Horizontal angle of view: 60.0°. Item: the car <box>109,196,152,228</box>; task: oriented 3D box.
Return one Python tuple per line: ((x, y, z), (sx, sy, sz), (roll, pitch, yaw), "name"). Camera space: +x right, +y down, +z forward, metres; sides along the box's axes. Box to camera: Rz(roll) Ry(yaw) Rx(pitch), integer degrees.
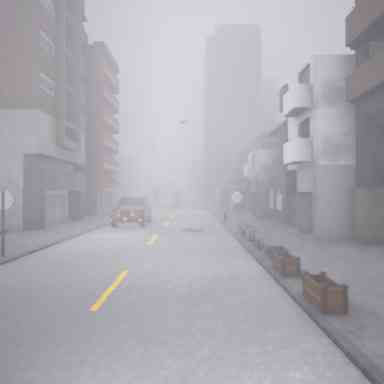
((-4.076, 1.296, 23.089), (2.150, 2.045, 5.566), (0, 0, 0), "car")
